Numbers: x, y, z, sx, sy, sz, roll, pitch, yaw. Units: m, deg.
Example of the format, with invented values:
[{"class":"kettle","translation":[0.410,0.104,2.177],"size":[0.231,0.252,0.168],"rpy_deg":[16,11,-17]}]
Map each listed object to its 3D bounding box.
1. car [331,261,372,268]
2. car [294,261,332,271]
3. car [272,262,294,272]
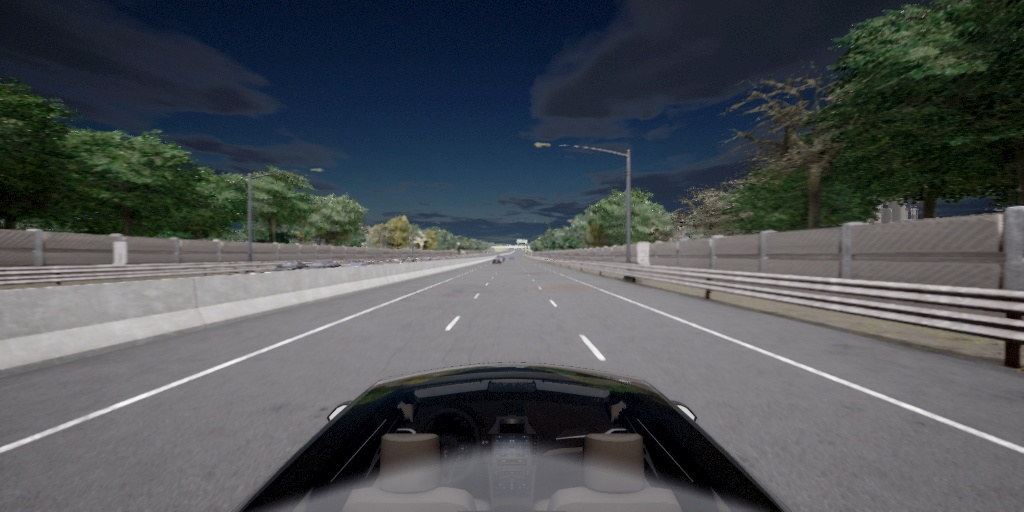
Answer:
[{"class":"car","translation":[-14.091,1.284,33.058],"size":[2.033,1.411,5.357],"rpy_deg":[0,0,0]},{"class":"car","translation":[-17.586,1.228,33.466],"size":[2.128,1.511,4.902],"rpy_deg":[0,0,0]},{"class":"car","translation":[-21.070,1.300,34.550],"size":[1.994,1.385,4.181],"rpy_deg":[0,0,0]}]
